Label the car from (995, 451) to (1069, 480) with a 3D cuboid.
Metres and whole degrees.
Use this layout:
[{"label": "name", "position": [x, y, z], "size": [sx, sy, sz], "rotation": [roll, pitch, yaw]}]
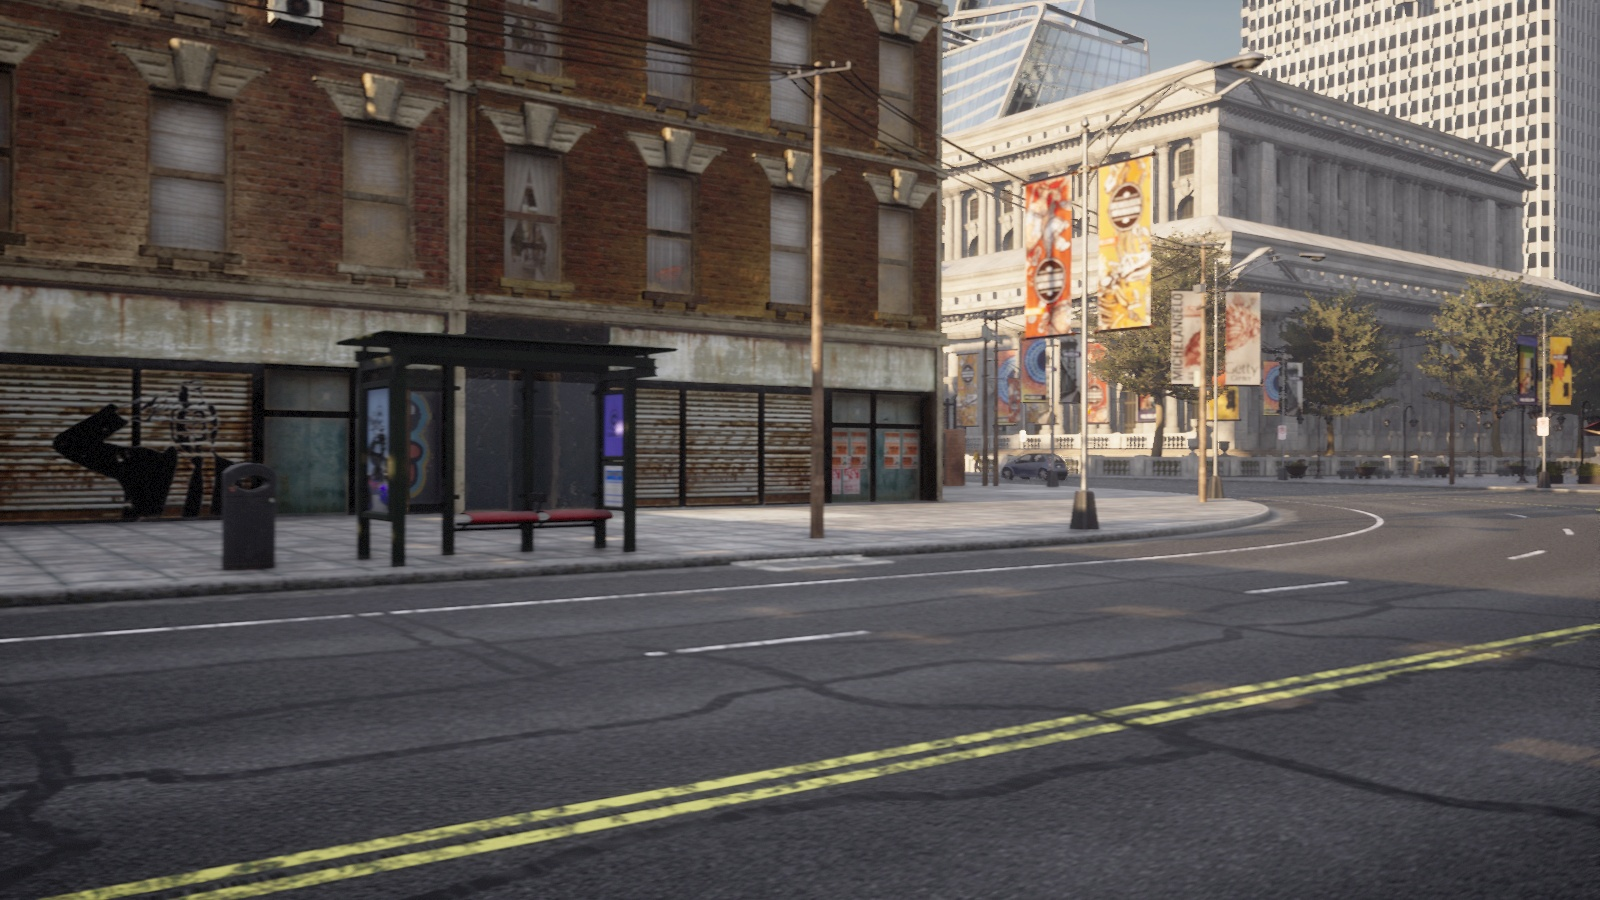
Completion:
[{"label": "car", "position": [13.562, 0.882, 73.512], "size": [1.851, 1.617, 3.988], "rotation": [0, 0, -39]}]
